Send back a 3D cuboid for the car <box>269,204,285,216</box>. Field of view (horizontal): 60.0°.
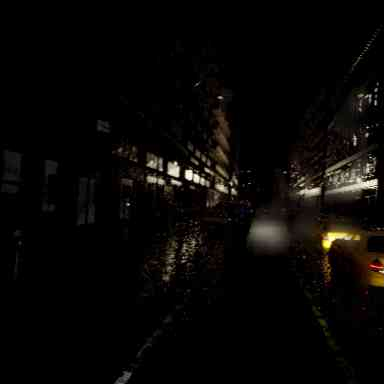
[{"bbox_3d":[12.707,2.613,49.936,1.882,1.535,5.008,2,-1,11],"label":"car"}]

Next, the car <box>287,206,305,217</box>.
[{"bbox_3d":[14.913,2.755,47.836,1.887,1.381,4.507,4,0,12],"label":"car"}]

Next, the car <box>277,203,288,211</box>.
[{"bbox_3d":[20.368,3.254,74.945,1.967,1.590,4.097,4,-1,12],"label":"car"}]

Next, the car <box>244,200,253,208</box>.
[{"bbox_3d":[14.898,3.051,87.402,2.192,1.841,5.009,4,-1,12],"label":"car"}]

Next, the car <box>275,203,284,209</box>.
[{"bbox_3d":[22.551,3.649,85.784,1.802,1.307,4.206,4,-1,12],"label":"car"}]

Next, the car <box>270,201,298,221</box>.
[{"bbox_3d":[10.134,2.080,37.080,2.150,2.045,5.566,2,-1,12],"label":"car"}]

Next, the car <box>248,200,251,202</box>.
[{"bbox_3d":[8.322,2.311,54.886,2.192,1.841,5.009,4,0,12],"label":"car"}]

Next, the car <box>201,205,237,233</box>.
[{"bbox_3d":[1.695,1.835,22.201,1.752,1.417,4.829,4,0,12],"label":"car"}]

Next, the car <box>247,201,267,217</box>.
[{"bbox_3d":[8.605,2.373,43.527,1.837,1.490,4.892,2,-1,11],"label":"car"}]

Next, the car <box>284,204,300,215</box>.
[{"bbox_3d":[16.024,2.770,53.256,1.967,1.590,4.097,4,0,12],"label":"car"}]

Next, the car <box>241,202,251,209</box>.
[{"bbox_3d":[11.593,2.923,71.144,1.947,1.339,4.313,4,0,12],"label":"car"}]

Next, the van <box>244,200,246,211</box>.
[{"bbox_3d":[5.031,1.987,38.626,1.690,1.788,3.998,4,0,12],"label":"van"}]

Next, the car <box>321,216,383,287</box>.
[{"bbox_3d":[5.478,1.807,10.053,1.801,1.575,5.366,2,-1,11],"label":"car"}]

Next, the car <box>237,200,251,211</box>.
[{"bbox_3d":[9.418,2.430,60.305,2.192,1.841,5.009,4,0,12],"label":"car"}]

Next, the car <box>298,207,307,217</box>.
[{"bbox_3d":[13.817,2.639,42.417,1.887,1.381,4.507,4,0,12],"label":"car"}]

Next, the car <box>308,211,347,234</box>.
[{"bbox_3d":[10.526,2.306,26.158,2.008,1.369,4.403,4,0,12],"label":"car"}]

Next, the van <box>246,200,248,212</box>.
[{"bbox_3d":[6.127,2.102,44.047,1.690,1.788,3.998,4,0,12],"label":"van"}]

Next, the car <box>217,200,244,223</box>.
[{"bbox_3d":[2.840,1.738,27.790,2.192,1.841,5.009,4,0,12],"label":"car"}]

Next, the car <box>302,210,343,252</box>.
[{"bbox_3d":[6.668,1.924,15.935,1.801,1.575,5.366,2,-1,11],"label":"car"}]

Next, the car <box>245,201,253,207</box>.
[{"bbox_3d":[15.978,3.410,92.820,1.887,1.381,4.507,4,-1,12],"label":"car"}]

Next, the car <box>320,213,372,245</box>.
[{"bbox_3d":[9.429,2.191,20.738,1.887,1.381,4.507,4,0,12],"label":"car"}]

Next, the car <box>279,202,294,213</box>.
[{"bbox_3d":[18.185,2.882,64.105,2.192,1.841,5.009,4,-1,12],"label":"car"}]
